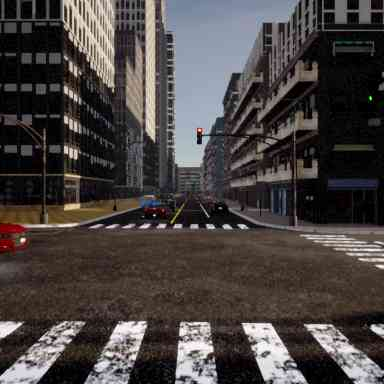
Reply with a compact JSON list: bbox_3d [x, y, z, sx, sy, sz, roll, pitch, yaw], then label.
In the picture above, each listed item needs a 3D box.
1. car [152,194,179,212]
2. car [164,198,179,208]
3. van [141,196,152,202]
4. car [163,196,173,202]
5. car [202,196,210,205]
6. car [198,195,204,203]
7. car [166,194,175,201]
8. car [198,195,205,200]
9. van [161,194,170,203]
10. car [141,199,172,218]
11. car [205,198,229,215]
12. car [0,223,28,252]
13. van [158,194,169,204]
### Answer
[{"bbox_3d":[-3.092,1.225,39.922,2.150,2.045,5.566,0,0,0],"label":"car"},{"bbox_3d":[-3.067,1.570,49.880,1.994,1.385,4.181,0,0,0],"label":"car"},{"bbox_3d":[-5.680,1.346,43.751,1.690,1.788,3.998,0,0,0],"label":"van"},{"bbox_3d":[-5.668,1.567,77.676,2.008,1.369,4.403,0,0,0],"label":"car"},{"bbox_3d":[2.701,1.549,43.749,1.887,1.381,4.507,0,0,0],"label":"car"},{"bbox_3d":[2.707,1.560,60.712,2.008,1.369,4.403,0,0,0],"label":"car"},{"bbox_3d":[-5.665,1.336,88.986,2.192,1.841,5.009,0,0,0],"label":"car"},{"bbox_3d":[2.717,1.590,94.637,1.947,1.339,4.313,0,0,0],"label":"car"},{"bbox_3d":[-5.671,1.355,72.022,1.690,1.788,3.998,0,0,0],"label":"van"},{"bbox_3d":[-3.093,1.603,29.586,1.895,1.301,4.718,0,0,0],"label":"car"},{"bbox_3d":[2.699,1.568,33.782,1.947,1.339,4.313,0,0,0],"label":"car"},{"bbox_3d":[-8.351,1.353,11.519,5.008,1.535,1.882,1,0,-1],"label":"car"},{"bbox_3d":[-5.673,1.353,66.367,1.690,1.788,3.998,0,0,0],"label":"van"}]
